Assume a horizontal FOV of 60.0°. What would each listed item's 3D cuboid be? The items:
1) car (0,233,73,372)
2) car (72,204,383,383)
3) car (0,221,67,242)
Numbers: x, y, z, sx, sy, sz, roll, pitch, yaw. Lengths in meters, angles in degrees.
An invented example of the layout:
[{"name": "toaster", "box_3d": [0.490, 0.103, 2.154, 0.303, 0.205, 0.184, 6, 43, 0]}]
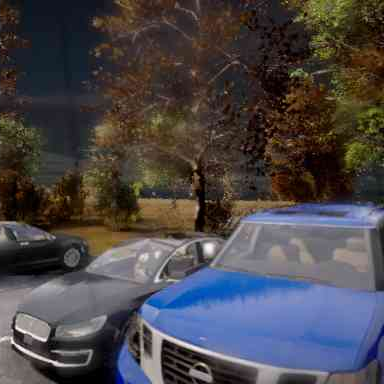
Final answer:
[{"name": "car", "box_3d": [-0.574, 1.517, 6.013, 2.231, 1.521, 4.892, -1, 0, 35]}, {"name": "car", "box_3d": [1.604, 1.240, 4.420, 2.435, 2.045, 5.566, -1, 0, 35]}, {"name": "car", "box_3d": [-5.181, 1.567, 9.276, 2.231, 1.521, 4.892, -1, 0, 35]}]
